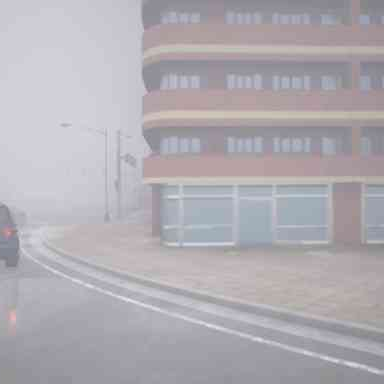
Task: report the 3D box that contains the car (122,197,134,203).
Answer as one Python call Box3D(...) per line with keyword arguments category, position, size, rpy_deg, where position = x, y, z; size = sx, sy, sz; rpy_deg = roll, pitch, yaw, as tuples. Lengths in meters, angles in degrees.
Box3D(category="car", position=(-16.864, 2.318, 90.003), size=(2.033, 1.411, 5.357), rpy_deg=(0, 0, -3))

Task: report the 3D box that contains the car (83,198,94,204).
Box3D(category="car", position=(-27.267, 2.372, 87.668), size=(2.128, 1.511, 4.902), rpy_deg=(0, 0, -3))

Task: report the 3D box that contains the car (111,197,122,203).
Box3D(category="car", position=(-20.360, 2.152, 89.814), size=(2.097, 1.767, 4.553), rpy_deg=(0, 0, -3))

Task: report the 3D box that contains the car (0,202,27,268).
Box3D(category="car", position=(-7.276, 1.345, 11.066), size=(2.150, 2.045, 5.566), rpy_deg=(0, 0, -36))

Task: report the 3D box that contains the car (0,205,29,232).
Box3D(category="car", position=(-13.010, 1.735, 23.198), size=(1.882, 1.535, 5.008), rpy_deg=(0, 0, -14))
